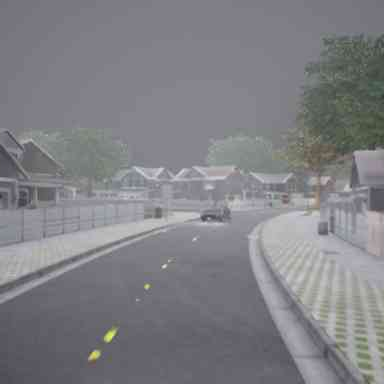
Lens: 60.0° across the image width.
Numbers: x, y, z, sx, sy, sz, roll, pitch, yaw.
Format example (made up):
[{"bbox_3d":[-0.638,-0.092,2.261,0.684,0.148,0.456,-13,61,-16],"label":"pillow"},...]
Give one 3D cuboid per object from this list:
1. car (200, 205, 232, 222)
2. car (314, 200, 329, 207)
[{"bbox_3d":[2.311,1.889,30.353,2.033,1.411,5.357,0,-1,19],"label":"car"},{"bbox_3d":[26.242,2.234,66.933,2.128,1.511,4.902,-1,-1,45],"label":"car"}]
